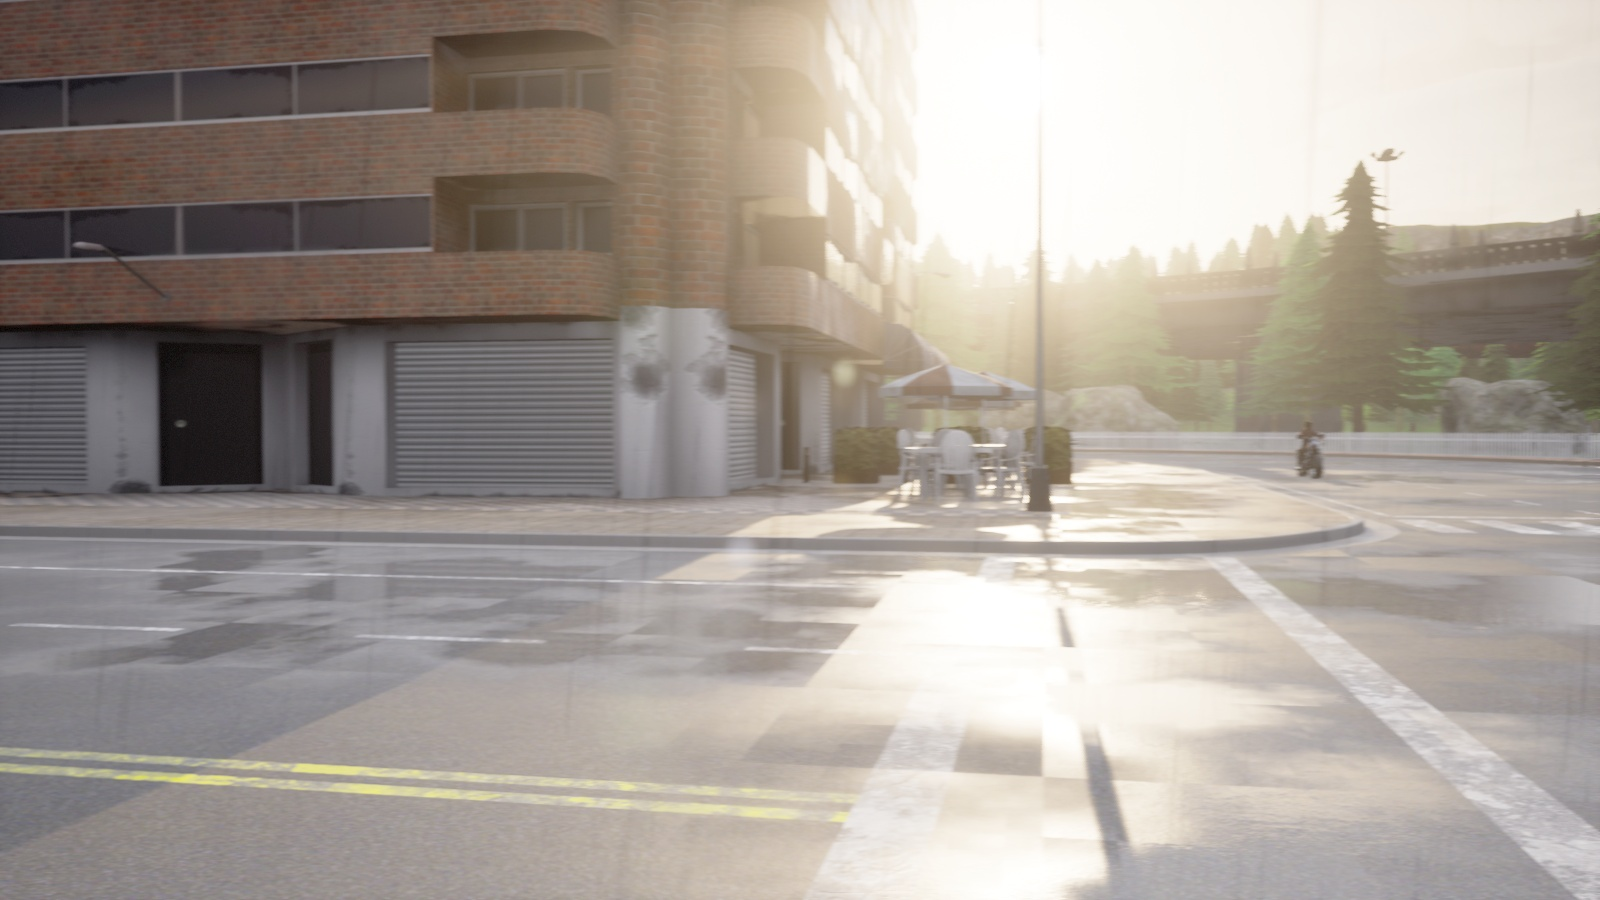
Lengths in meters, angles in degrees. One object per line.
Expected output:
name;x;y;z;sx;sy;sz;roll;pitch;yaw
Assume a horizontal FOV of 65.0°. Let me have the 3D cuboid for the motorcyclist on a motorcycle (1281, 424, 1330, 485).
motorcyclist on a motorcycle;14.194;0.091;35.322;0.766;1.649;2.350;0;1;9
